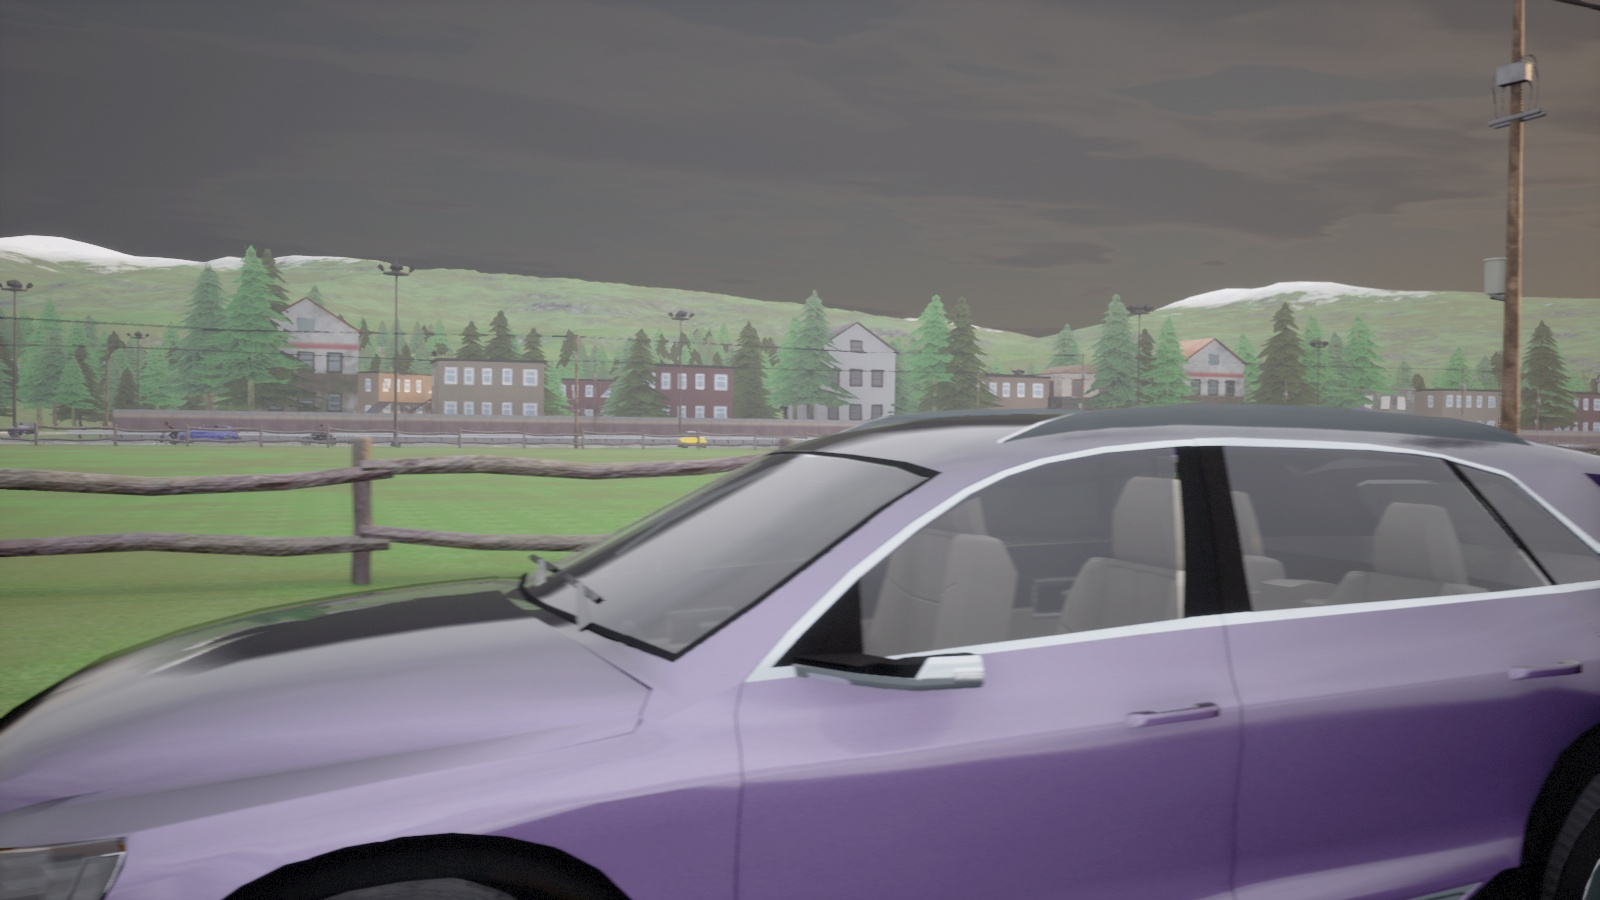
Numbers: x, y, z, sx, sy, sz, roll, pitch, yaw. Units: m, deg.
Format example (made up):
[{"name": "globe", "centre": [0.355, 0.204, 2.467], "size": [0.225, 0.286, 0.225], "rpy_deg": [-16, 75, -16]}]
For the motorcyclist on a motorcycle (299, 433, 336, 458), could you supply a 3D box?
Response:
[{"name": "motorcyclist on a motorcycle", "centre": [-33.307, -0.302, 86.676], "size": [2.350, 1.649, 0.766], "rpy_deg": [-1, 1, -21]}]

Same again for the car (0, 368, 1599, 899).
[{"name": "car", "centre": [0.457, 0.669, 3.412], "size": [4.856, 1.649, 2.033], "rpy_deg": [-1, 1, -21]}]

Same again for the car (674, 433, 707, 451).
[{"name": "car", "centre": [-8.368, -0.597, 96.017], "size": [2.207, 1.376, 1.481], "rpy_deg": [-1, 1, -21]}]
